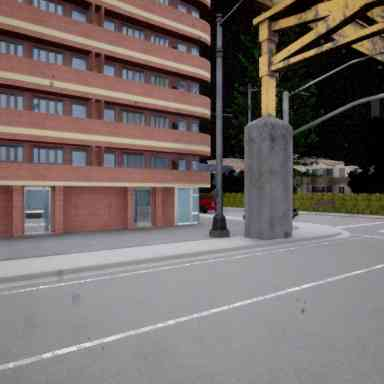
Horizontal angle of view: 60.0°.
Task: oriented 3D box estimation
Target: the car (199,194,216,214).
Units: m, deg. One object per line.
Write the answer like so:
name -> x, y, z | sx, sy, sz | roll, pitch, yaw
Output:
car -> 1.038, 1.222, 36.579 | 2.150, 2.045, 5.566 | 0, 0, -35

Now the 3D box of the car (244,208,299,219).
car -> 6.762, 1.601, 28.508 | 1.895, 1.301, 4.718 | 0, 0, -35
